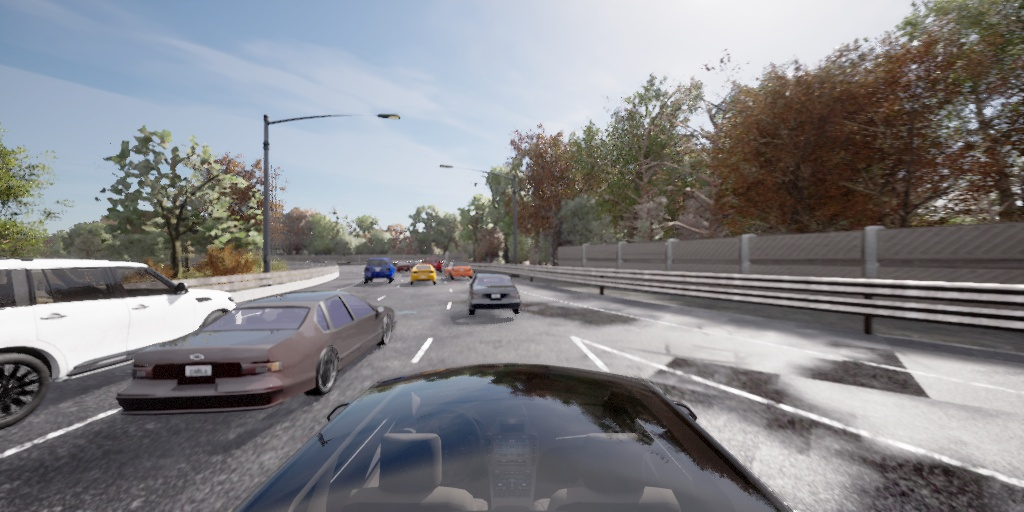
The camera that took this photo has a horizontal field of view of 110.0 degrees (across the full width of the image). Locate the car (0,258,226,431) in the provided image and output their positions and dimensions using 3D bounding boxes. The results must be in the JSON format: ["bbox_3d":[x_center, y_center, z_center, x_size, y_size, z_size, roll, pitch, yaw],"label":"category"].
[{"bbox_3d":[-7.103,1.052,5.707,2.150,2.045,5.566,0,0,-3],"label":"car"}]

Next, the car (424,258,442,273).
[{"bbox_3d":[-11.319,1.303,50.154,2.150,2.045,5.566,0,0,-25],"label":"car"}]

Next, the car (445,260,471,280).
[{"bbox_3d":[-5.207,1.306,34.644,2.097,1.767,4.553,0,0,-18],"label":"car"}]

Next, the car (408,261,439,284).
[{"bbox_3d":[-7.266,1.423,29.324,1.882,1.535,5.008,0,0,-14],"label":"car"}]

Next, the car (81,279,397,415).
[{"bbox_3d":[-3.649,1.348,6.507,2.033,1.411,5.357,-1,0,-3],"label":"car"}]

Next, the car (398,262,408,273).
[{"bbox_3d":[-15.822,1.601,51.624,1.882,1.535,5.008,0,0,-27],"label":"car"}]

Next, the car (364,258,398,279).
[{"bbox_3d":[-11.143,1.204,30.377,2.150,2.045,5.566,0,0,-16],"label":"car"}]

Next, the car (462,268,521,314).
[{"bbox_3d":[-0.801,1.368,14.177,2.033,1.411,5.357,0,0,-6],"label":"car"}]
